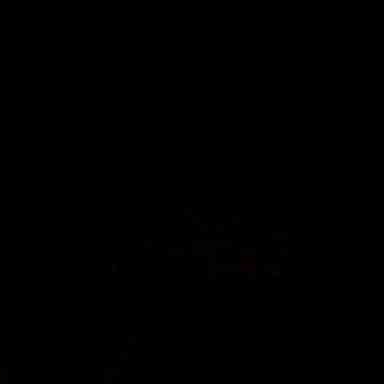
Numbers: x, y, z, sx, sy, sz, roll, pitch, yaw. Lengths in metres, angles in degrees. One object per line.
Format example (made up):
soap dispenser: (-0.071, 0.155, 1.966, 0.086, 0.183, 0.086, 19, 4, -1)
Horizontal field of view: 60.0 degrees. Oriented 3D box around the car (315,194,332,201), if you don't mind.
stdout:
car: (31.494, 1.319, 79.638, 1.882, 1.535, 5.008, 1, 0, -11)
